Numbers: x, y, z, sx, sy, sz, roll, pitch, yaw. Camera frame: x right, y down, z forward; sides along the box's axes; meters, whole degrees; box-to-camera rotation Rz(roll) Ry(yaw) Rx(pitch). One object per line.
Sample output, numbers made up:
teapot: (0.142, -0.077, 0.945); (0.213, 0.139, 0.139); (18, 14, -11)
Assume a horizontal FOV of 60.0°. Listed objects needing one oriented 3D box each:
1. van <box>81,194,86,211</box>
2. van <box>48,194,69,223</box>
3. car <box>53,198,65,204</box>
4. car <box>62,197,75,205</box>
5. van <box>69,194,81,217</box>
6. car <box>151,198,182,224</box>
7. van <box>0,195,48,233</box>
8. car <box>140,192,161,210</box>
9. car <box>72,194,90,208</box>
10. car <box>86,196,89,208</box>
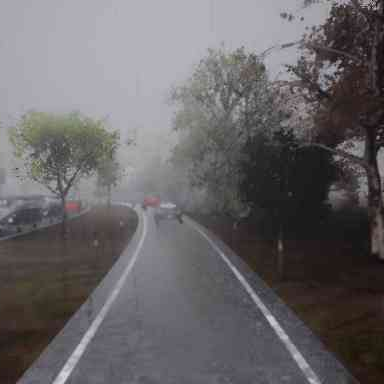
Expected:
van: (-12.598, 1.244, 35.053); (1.878, 1.987, 4.442); (2, -2, -15)
van: (-10.582, 1.191, 24.052); (1.878, 1.987, 4.442); (1, -1, -9)
car: (-34.539, 2.275, 86.399); (2.097, 1.535, 5.008); (-1, -1, -33)
car: (-28.280, 2.041, 76.123); (2.097, 1.535, 5.008); (-1, -1, -29)
van: (-11.495, 1.212, 29.569); (1.878, 1.987, 4.442); (1, -1, -10)
car: (-1.771, 1.409, 23.761); (1.812, 1.442, 4.674); (0, 0, -8)
van: (-9.852, 1.180, 18.520); (1.878, 1.987, 4.442); (1, -1, -8)
car: (-4.986, 1.059, 40.449); (2.150, 2.045, 5.566); (-1, 0, -13)
car: (-17.161, 1.385, 51.276); (2.435, 2.045, 5.566); (2, -2, -19)
car: (-13.905, 1.509, 40.412); (1.946, 1.575, 5.366); (2, -1, -13)
